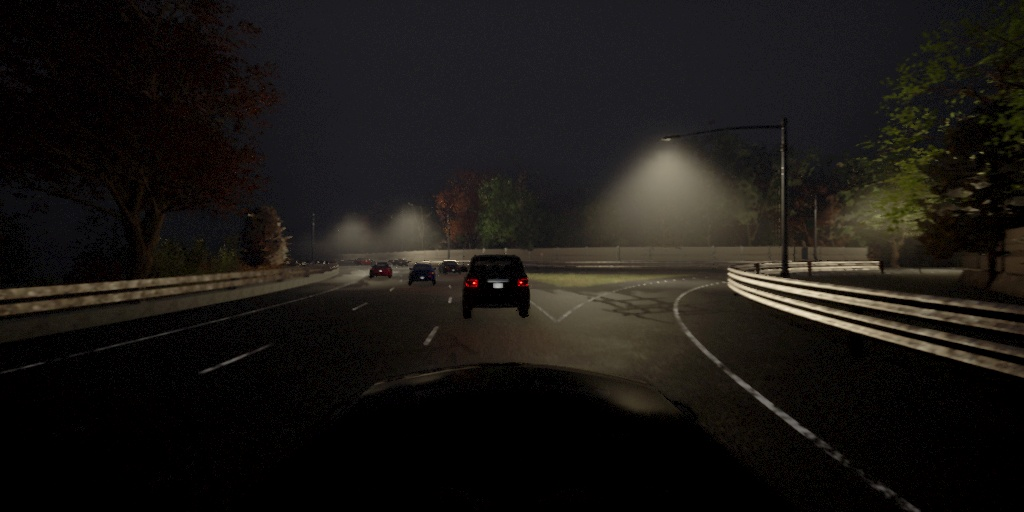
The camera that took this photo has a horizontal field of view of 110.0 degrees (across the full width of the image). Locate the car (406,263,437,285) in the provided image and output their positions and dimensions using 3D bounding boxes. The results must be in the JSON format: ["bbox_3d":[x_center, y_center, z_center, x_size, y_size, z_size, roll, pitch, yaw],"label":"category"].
[{"bbox_3d":[-6.645,1.298,26.638,1.812,1.442,4.674,0,0,-13],"label":"car"}]

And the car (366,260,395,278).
[{"bbox_3d":[-12.769,1.357,35.069,1.994,1.385,4.181,0,0,-18],"label":"car"}]

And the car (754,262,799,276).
[{"bbox_3d":[26.318,1.253,35.512,4.718,1.301,1.895,0,0,-25],"label":"car"}]

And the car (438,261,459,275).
[{"bbox_3d":[-7.000,1.298,39.928,1.812,1.442,4.674,0,0,-20],"label":"car"}]

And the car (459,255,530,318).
[{"bbox_3d":[-0.703,0.973,13.306,2.150,2.045,5.566,0,0,-6],"label":"car"}]
